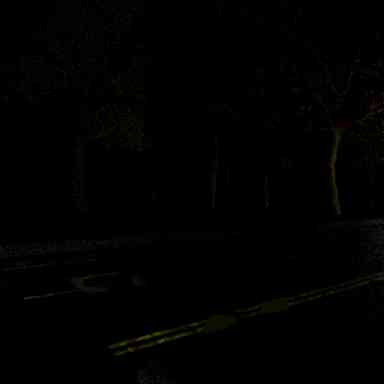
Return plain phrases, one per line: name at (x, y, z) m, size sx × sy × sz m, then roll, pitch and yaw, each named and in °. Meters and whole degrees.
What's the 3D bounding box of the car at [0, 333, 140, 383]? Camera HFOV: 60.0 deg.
car at (-2.748, 1.531, 1.520) m, size 5.357 × 1.411 × 2.033 m, roll 1°, pitch 0°, yaw -35°
